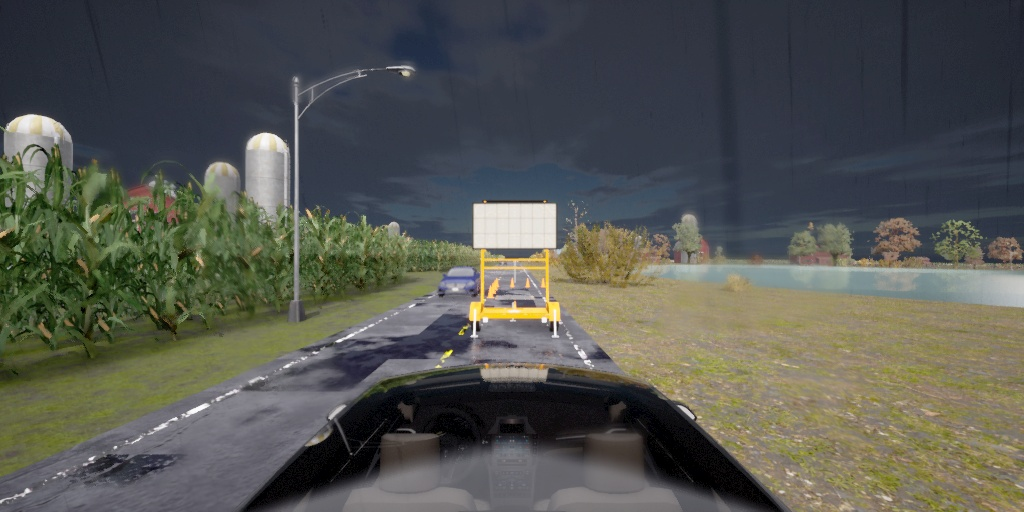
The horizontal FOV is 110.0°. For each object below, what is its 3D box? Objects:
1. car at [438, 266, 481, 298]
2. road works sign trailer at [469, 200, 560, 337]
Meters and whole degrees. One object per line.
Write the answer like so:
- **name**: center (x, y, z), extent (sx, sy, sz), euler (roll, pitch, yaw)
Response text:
- **car**: center (-2.597, 1.287, 18.879), extent (1.812, 1.442, 4.674), euler (0, 0, 0)
- **road works sign trailer**: center (0.081, 0.217, 10.239), extent (2.380, 3.560, 2.880), euler (0, 0, 0)
